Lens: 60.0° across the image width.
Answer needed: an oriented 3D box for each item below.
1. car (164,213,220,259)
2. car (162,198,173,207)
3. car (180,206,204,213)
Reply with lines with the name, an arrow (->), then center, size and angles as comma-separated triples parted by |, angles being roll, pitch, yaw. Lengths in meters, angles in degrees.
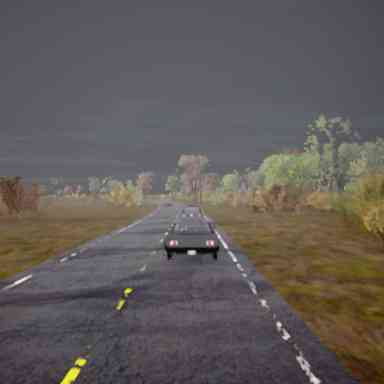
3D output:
car -> 0.014, 1.742, 13.236 | 1.895, 1.301, 4.718 | 0, -1, 0
car -> -4.779, 2.053, 65.543 | 2.097, 1.767, 4.553 | 0, -1, -4
car -> -0.015, 1.838, 27.528 | 2.033, 1.411, 5.357 | 0, -1, 0
